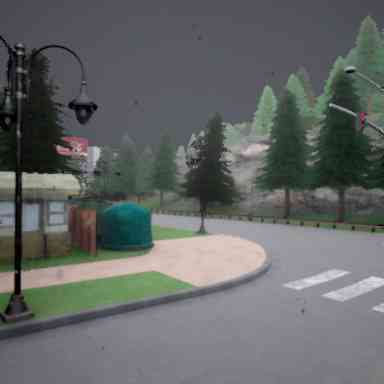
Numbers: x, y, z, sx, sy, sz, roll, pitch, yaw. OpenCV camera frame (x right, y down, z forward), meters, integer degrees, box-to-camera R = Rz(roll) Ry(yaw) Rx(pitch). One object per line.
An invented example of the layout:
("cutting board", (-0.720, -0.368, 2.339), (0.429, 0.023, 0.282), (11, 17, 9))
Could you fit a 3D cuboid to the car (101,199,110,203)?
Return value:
("car", (-9.364, 1.549, 34.296), (1.837, 1.490, 4.892), (1, 0, -38))
